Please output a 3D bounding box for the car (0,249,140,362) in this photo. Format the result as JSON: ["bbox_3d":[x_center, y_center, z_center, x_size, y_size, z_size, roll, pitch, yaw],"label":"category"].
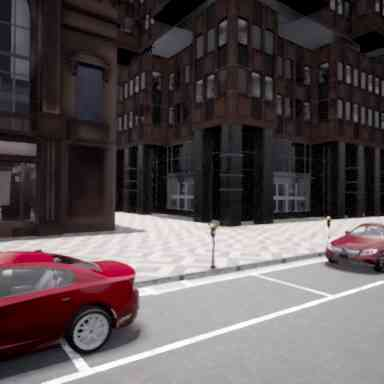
[{"bbox_3d":[-2.927,1.546,4.557,4.507,1.381,1.887,1,0,-35],"label":"car"}]

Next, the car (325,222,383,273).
[{"bbox_3d":[6.198,1.688,11.056,4.206,1.307,1.802,1,0,-35],"label":"car"}]
